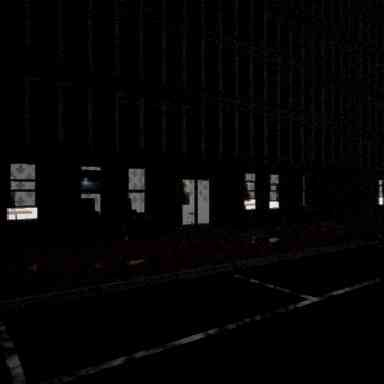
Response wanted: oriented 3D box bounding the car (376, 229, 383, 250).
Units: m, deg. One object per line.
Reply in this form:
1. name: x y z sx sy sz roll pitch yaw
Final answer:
1. car: 8.819 1.542 12.851 4.403 1.369 2.008 0 0 -36
